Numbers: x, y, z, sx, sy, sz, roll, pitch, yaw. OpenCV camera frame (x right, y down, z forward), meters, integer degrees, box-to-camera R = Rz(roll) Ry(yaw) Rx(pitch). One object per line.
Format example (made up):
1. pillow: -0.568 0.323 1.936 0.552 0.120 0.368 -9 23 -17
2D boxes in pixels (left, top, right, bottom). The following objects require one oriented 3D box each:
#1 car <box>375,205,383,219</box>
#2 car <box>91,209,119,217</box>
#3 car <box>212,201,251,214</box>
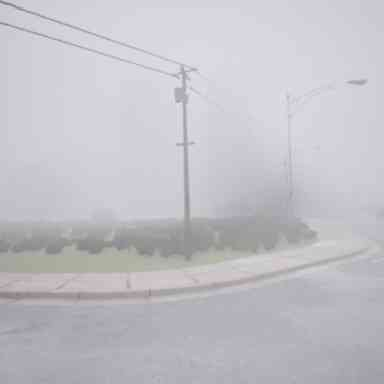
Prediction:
1. car: 18.886 1.921 31.433 1.837 1.490 4.892 -2 -2 14
2. car: -11.439 3.034 43.991 2.242 1.667 4.611 -2 -2 13
3. car: 5.706 2.432 48.219 5.566 2.045 2.150 -2 -2 11
